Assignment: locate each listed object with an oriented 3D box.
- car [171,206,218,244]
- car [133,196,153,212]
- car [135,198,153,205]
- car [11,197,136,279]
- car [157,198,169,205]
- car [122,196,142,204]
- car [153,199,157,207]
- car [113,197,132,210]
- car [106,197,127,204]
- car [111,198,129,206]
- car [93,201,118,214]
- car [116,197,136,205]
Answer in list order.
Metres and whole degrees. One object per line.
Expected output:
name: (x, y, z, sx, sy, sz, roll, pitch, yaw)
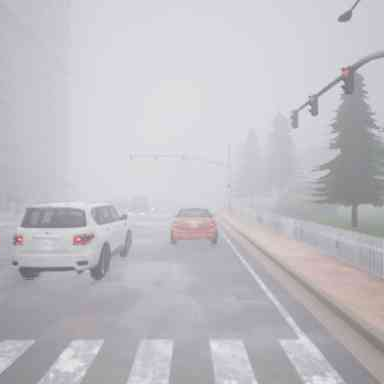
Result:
car: (0.096, 1.481, 16.576, 2.097, 1.767, 4.553, 0, 0, 0)
car: (-7.066, 1.559, 45.069, 2.150, 2.045, 5.566, 0, 0, 1)
car: (-10.563, 2.097, 72.652, 1.994, 1.385, 4.181, 0, -1, -39)
car: (-3.405, 1.313, 10.500, 2.150, 2.045, 5.566, 0, 0, 0)
car: (-7.144, 2.093, 73.924, 2.033, 1.411, 5.357, 0, -1, -39)
car: (-14.623, 1.876, 81.208, 4.553, 1.767, 2.097, 0, -1, 32)
car: (-7.813, 1.968, 58.988, 1.812, 1.442, 4.674, 0, 0, -11)
car: (-10.733, 1.740, 51.522, 2.097, 1.767, 4.553, 0, -1, -3)
car: (-18.058, 2.065, 79.311, 5.008, 1.535, 1.882, 0, -1, 32)
car: (-14.242, 1.994, 65.756, 1.837, 1.490, 4.892, 1, 0, -32)
car: (-10.585, 1.871, 40.976, 1.994, 1.385, 4.181, 0, 0, 0)
car: (-14.304, 1.908, 71.608, 2.128, 1.511, 4.902, 0, -1, -39)
